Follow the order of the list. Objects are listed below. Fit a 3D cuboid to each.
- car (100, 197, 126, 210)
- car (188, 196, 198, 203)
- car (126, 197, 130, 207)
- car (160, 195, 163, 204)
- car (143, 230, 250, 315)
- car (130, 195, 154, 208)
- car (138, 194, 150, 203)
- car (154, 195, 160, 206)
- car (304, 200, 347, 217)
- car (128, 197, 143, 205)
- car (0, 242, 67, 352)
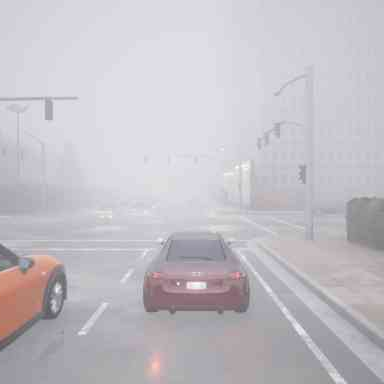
[{"bbox_3d":[-10.546,1.491,43.510,2.128,1.511,4.902,0,0,1],"label":"car"},{"bbox_3d":[0.189,1.564,67.223,1.994,1.385,4.181,0,0,0],"label":"car"},{"bbox_3d":[-10.521,1.477,52.659,1.882,1.535,5.008,0,0,0],"label":"car"},{"bbox_3d":[-6.939,1.352,66.130,2.097,1.767,4.553,0,0,1],"label":"car"},{"bbox_3d":[0.087,1.564,7.680,1.994,1.385,4.181,0,0,0],"label":"car"},{"bbox_3d":[-7.024,1.352,47.109,2.097,1.767,4.553,0,0,0],"label":"car"},{"bbox_3d":[-10.406,1.355,72.289,2.097,1.767,4.553,0,0,0],"label":"car"},{"bbox_3d":[-7.009,1.505,56.052,1.837,1.490,4.892,0,0,0],"label":"car"},{"bbox_3d":[13.134,1.547,31.430,4.902,1.511,2.128,0,0,0],"label":"car"},{"bbox_3d":[-10.476,1.601,61.959,1.895,1.301,4.718,0,0,0],"label":"car"},{"bbox_3d":[-3.434,1.352,4.506,2.097,1.767,4.553,0,0,1],"label":"car"}]
